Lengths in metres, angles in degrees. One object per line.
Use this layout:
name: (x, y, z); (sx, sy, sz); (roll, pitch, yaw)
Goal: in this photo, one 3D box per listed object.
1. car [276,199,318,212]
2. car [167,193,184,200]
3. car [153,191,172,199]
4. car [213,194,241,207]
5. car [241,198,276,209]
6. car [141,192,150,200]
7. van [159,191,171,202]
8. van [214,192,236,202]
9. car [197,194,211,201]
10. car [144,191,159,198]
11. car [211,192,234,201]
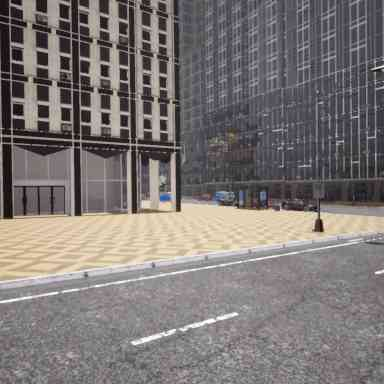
car: (11.612, 1.423, 35.737); (1.947, 1.339, 4.313); (0, 1, -34)
car: (-3.771, 0.935, 73.400); (1.802, 1.307, 4.206); (0, 1, -34)
car: (-6.973, 0.614, 78.093); (2.192, 1.841, 5.009); (0, 1, -34)
car: (5.270, 1.319, 45.173); (1.947, 1.339, 4.313); (0, 1, -34)
car: (8.424, 1.388, 40.445); (1.802, 1.307, 4.206); (0, 1, -34)
car: (-10.695, 1.039, 68.680); (2.008, 1.369, 4.403); (0, 1, -34)
van: (-4.290, 0.937, 59.286); (1.690, 1.788, 3.998); (0, 1, -34)
van: (5.835, 0.855, 59.309); (1.690, 1.788, 3.998); (0, 1, -34)
car: (2.634, 1.043, 64.008); (1.802, 1.307, 4.206); (0, 1, -34)
car: (-10.175, 0.686, 82.789); (1.967, 1.590, 4.097); (0, 1, -34)
car: (5.619, 1.150, 55.021); (1.994, 1.385, 4.181); (-1, 1, -34)
